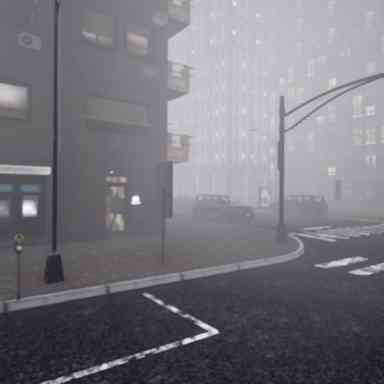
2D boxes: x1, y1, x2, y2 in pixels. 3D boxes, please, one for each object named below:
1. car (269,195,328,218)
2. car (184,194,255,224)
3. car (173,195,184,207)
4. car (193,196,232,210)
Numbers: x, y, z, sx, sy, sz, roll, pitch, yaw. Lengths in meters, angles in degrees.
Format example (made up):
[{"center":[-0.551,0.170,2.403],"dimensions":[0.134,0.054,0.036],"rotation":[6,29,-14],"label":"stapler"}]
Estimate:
[{"center":[8.728,1.132,27.520],"dimensions":[2.192,1.841,5.009],"rotation":[2,0,-36],"label":"car"},{"center":[1.984,1.074,22.547],"dimensions":[2.192,1.841,5.009],"rotation":[2,0,-36],"label":"car"},{"center":[-1.056,1.070,40.987],"dimensions":[1.947,1.339,4.313],"rotation":[2,0,-36],"label":"car"},{"center":[2.204,1.175,36.498],"dimensions":[1.947,1.339,4.313],"rotation":[2,0,-36],"label":"car"}]
